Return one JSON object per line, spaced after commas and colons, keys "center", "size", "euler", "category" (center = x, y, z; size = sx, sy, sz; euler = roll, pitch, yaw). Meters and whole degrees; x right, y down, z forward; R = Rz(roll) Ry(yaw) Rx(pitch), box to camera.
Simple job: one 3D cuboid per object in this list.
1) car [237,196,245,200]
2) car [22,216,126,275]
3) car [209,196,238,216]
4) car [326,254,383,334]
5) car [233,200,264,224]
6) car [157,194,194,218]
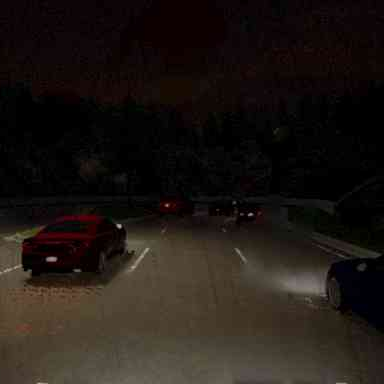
{"center": [5.772, 1.352, 43.071], "size": [2.097, 1.767, 4.553], "euler": [0, 0, 14], "category": "car"}
{"center": [-3.391, 1.477, 10.524], "size": [1.882, 1.535, 5.008], "euler": [0, 0, 0], "category": "car"}
{"center": [3.045, 1.478, 33.086], "size": [1.882, 1.535, 5.008], "euler": [0, 0, 16], "category": "car"}
{"center": [3.601, 1.526, 4.776], "size": [1.812, 1.442, 4.674], "euler": [0, 0, 0], "category": "car"}
{"center": [4.315, 1.547, 24.538], "size": [2.033, 1.411, 5.357], "euler": [0, 0, 9], "category": "car"}
{"center": [-1.387, 1.221, 30.429], "size": [2.150, 2.045, 5.566], "euler": [0, 0, 15], "category": "car"}
